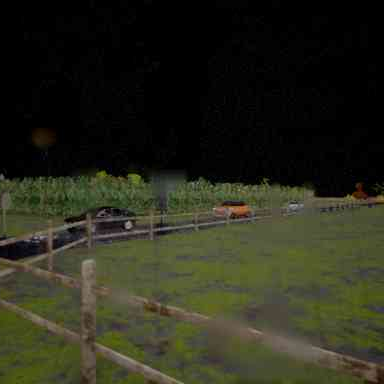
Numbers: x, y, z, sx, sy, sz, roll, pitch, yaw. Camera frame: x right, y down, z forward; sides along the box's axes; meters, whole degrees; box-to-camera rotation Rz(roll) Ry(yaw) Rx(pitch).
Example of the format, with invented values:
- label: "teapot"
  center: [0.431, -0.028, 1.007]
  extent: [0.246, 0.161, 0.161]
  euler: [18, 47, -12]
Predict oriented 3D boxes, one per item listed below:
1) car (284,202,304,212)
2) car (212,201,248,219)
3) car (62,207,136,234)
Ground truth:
- label: "car"
  center: [15.188, 2.161, 49.143]
  extent: [1.812, 1.442, 4.674]
  euler: [-1, -1, 36]
- label: "car"
  center: [3.884, 1.734, 33.703]
  extent: [2.097, 1.767, 4.553]
  euler: [-1, -1, 36]
- label: "car"
  center: [-5.609, 1.694, 20.565]
  extent: [1.837, 1.490, 4.892]
  euler: [-1, -1, 35]
